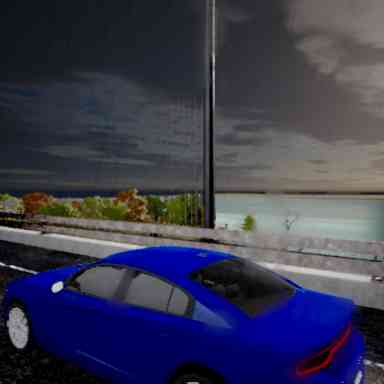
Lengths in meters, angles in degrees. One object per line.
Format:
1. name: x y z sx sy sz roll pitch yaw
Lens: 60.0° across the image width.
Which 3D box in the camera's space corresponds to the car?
1. car: -0.549 1.469 4.398 5.008 1.535 1.882 0 0 35
